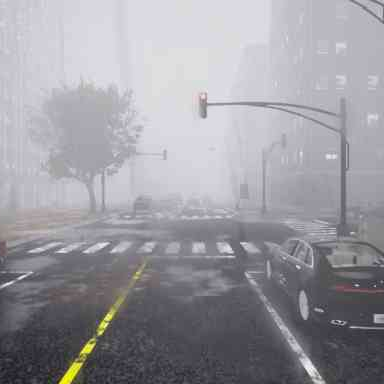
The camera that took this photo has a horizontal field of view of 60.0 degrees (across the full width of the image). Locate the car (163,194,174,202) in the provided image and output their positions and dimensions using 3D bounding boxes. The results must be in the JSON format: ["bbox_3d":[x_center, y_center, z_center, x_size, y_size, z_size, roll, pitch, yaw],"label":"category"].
[{"bbox_3d":[-5.532,1.386,77.937,2.192,1.841,5.009,0,0,0],"label":"car"}]

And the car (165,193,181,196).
[{"bbox_3d":[-2.930,1.264,59.660,2.150,2.045,5.566,0,0,3],"label":"car"}]

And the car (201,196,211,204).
[{"bbox_3d":[2.826,1.578,67.044,1.752,1.417,4.829,0,0,0],"label":"car"}]

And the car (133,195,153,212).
[{"bbox_3d":[-5.613,1.336,39.277,2.192,1.841,5.009,0,0,0],"label":"car"}]

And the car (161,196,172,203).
[{"bbox_3d":[-5.543,1.627,72.415,1.947,1.339,4.313,0,0,0],"label":"car"}]

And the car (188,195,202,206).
[{"bbox_3d":[0.215,1.638,55.591,1.895,1.301,4.718,0,0,0],"label":"car"}]

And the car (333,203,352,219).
[{"bbox_3d":[13.478,1.350,26.255,4.403,1.369,2.008,-1,1,0],"label":"car"}]

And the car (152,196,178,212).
[{"bbox_3d":[-3.023,1.568,38.564,2.033,1.411,5.357,0,0,0],"label":"car"}]

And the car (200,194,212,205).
[{"bbox_3d":[2.815,1.611,61.351,1.947,1.339,4.313,0,0,0],"label":"car"}]

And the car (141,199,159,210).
[{"bbox_3d":[-5.601,1.592,44.800,1.947,1.339,4.313,0,0,0],"label":"car"}]

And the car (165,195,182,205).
[{"bbox_3d":[-3.000,1.578,49.017,2.033,1.411,5.357,0,0,0],"label":"car"}]

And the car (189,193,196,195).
[{"bbox_3d":[0.163,1.298,79.140,2.150,2.045,5.566,0,0,0],"label":"car"}]

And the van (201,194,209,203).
[{"bbox_3d":[2.837,1.402,72.397,1.690,1.788,3.998,0,0,0],"label":"van"}]

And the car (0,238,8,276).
[{"bbox_3d":[-5.679,1.545,6.889,1.887,1.381,4.507,0,0,0],"label":"car"}]

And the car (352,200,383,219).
[{"bbox_3d":[14.737,1.330,23.657,5.357,1.411,2.033,-1,0,3],"label":"car"}]

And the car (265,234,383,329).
[{"bbox_3d":[2.701,1.551,6.872,2.008,1.369,4.403,0,0,0],"label":"car"}]
